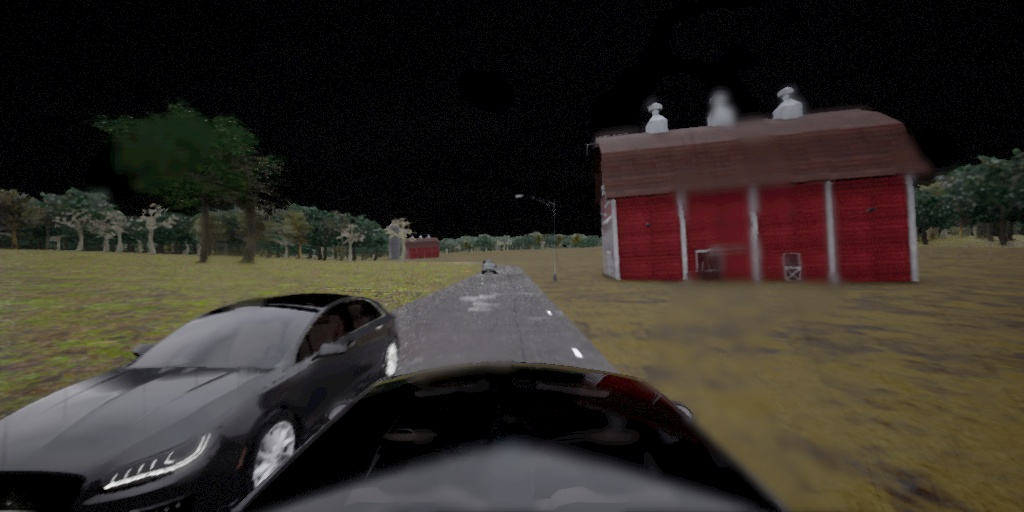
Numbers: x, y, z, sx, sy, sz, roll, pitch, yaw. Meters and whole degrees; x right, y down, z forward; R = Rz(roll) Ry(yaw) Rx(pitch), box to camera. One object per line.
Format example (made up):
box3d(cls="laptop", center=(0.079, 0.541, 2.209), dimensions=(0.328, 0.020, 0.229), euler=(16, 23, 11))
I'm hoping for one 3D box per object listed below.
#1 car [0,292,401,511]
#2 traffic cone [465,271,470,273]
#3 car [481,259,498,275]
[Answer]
box3d(cls="car", center=(-2.849, 1.279, 4.440), dimensions=(1.837, 1.490, 4.892), euler=(0, -1, 0))
box3d(cls="traffic cone", center=(-5.758, 1.712, 44.887), dimensions=(0.340, 0.580, 0.340), euler=(0, 0, -32))
box3d(cls="car", center=(-2.817, 1.545, 45.307), dimensions=(1.837, 1.490, 4.892), euler=(0, 0, 0))
